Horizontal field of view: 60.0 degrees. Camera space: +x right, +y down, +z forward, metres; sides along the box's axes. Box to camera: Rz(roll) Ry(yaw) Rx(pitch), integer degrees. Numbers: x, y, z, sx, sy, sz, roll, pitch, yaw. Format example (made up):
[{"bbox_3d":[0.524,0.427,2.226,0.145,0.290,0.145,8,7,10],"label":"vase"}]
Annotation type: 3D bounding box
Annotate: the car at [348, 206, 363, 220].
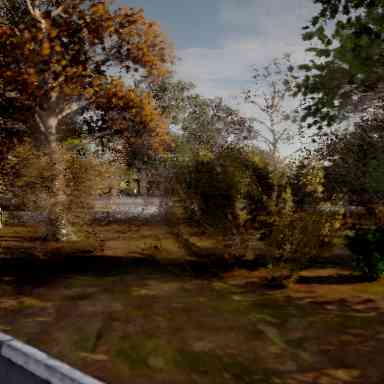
[{"bbox_3d":[18.296,2.316,37.717,2.097,1.535,5.008,0,0,35],"label":"car"}]
